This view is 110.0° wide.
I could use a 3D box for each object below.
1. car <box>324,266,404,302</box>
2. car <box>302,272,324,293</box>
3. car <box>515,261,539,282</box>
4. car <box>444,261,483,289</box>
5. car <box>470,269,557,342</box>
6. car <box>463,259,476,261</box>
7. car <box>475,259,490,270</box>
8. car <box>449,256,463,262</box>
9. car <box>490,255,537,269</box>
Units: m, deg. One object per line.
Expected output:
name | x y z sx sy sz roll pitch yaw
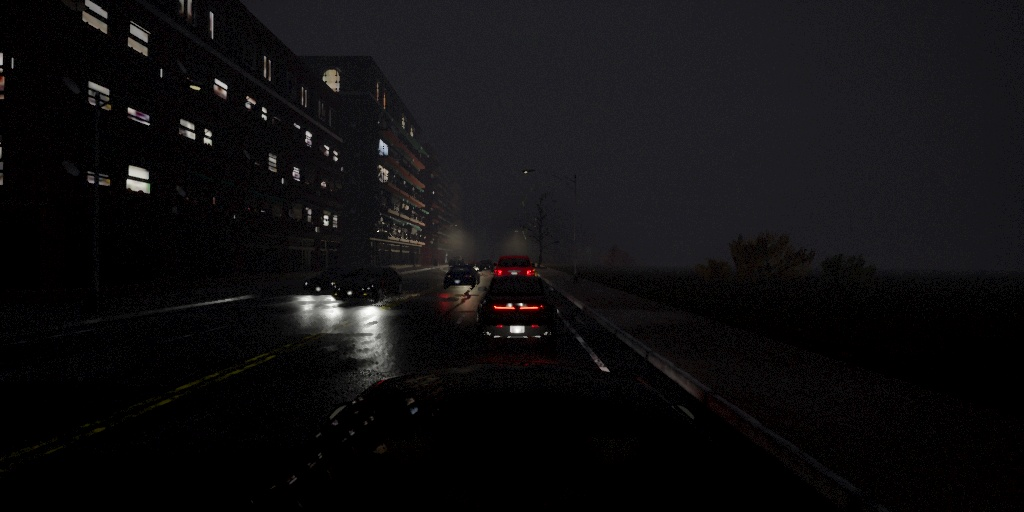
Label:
car | -6.587 1.257 16.972 1.837 1.490 4.892 0 0 0
car | -9.833 1.300 20.862 2.033 1.411 5.357 0 0 0
car | 1.162 1.209 30.516 1.801 1.575 5.366 0 0 0
car | -3.133 1.278 22.859 1.812 1.442 4.674 0 0 0
car | 0.108 1.256 9.761 1.837 1.490 4.892 0 0 0
car | -6.531 1.229 60.063 1.882 1.535 5.008 0 0 0
car | -3.115 1.253 44.586 1.837 1.490 4.892 0 -1 0
car | -9.759 0.972 63.274 2.150 2.045 5.566 0 0 1
car | 0.115 0.974 20.109 2.150 2.045 5.566 0 0 0
